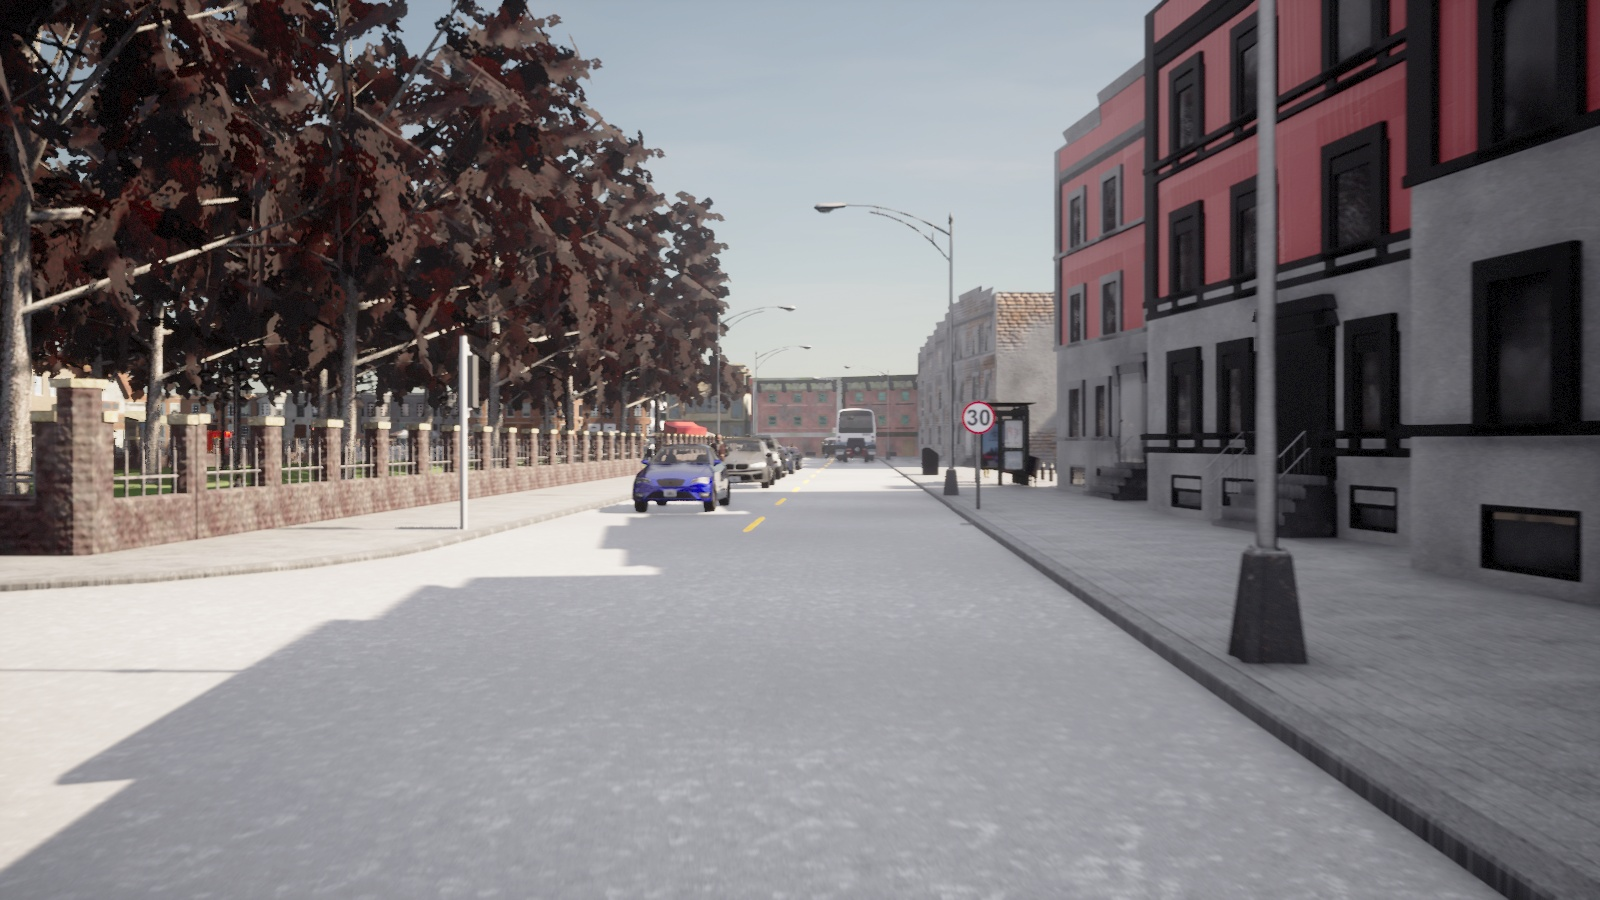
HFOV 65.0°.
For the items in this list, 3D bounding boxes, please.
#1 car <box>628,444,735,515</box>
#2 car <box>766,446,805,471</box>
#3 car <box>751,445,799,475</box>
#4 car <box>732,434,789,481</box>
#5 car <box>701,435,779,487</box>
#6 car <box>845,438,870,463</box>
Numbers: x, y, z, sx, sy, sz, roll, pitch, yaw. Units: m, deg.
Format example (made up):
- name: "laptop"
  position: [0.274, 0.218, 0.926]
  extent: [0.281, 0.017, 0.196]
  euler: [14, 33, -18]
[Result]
- name: "car"
  position: [-2.590, 0.599, 28.376]
  extent: [1.816, 1.474, 4.193]
  euler: [0, 0, 3]
- name: "car"
  position: [-0.785, 0.456, 69.197]
  extent: [1.895, 1.301, 4.718]
  euler: [0, 0, 2]
- name: "car"
  position: [-1.173, 0.469, 60.345]
  extent: [1.994, 1.385, 4.181]
  euler: [0, 0, 3]
- name: "car"
  position: [-1.569, 0.271, 51.569]
  extent: [1.932, 1.855, 4.605]
  euler: [0, 0, 3]
- name: "car"
  position: [-1.969, 0.350, 42.565]
  extent: [2.242, 1.667, 4.611]
  euler: [0, 0, 2]
- name: "car"
  position: [4.383, 0.000, 96.097]
  extent: [1.905, 1.878, 3.866]
  euler: [0, 0, 3]
